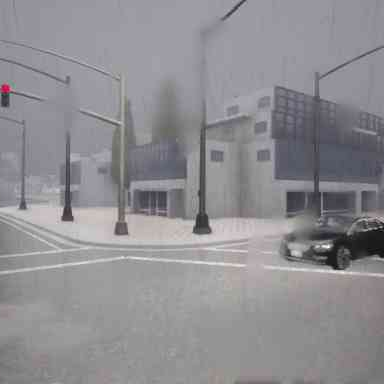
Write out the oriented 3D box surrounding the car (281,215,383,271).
[{"bbox_3d":[4.987,1.532,11.114,4.902,1.511,2.128,0,0,-37],"label":"car"}]
